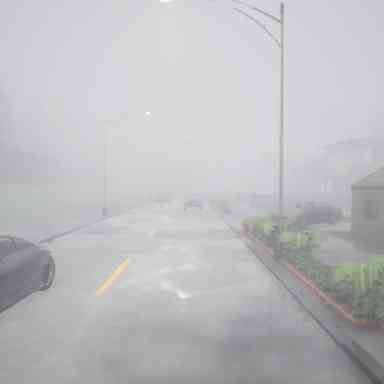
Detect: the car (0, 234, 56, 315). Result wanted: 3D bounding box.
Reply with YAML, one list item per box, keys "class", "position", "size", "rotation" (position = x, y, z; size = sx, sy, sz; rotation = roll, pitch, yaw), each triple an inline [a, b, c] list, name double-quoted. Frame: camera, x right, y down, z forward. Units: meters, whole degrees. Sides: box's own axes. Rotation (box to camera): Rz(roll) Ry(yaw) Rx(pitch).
- class: "car"
  position: [-4.094, 1.474, 5.874]
  size: [1.994, 1.385, 4.181]
  rotation: [0, 1, 0]

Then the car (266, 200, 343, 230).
- class: "car"
  position: [6.314, 1.179, 18.348]
  size: [5.357, 1.415, 2.033]
  rotation: [-1, 1, -40]

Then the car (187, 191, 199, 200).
- class: "car"
  position: [0.130, 0.648, 59.946]
  size: [2.033, 1.411, 5.357]
  rotation: [0, 1, 0]

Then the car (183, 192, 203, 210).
- class: "car"
  position: [0.105, 1.008, 34.487]
  size: [1.812, 1.442, 4.674]
  rotation: [0, 1, 0]

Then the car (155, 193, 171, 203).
- class: "car"
  position: [-4.038, 0.850, 47.546]
  size: [1.994, 1.385, 4.181]
  rotation: [0, 1, 0]
